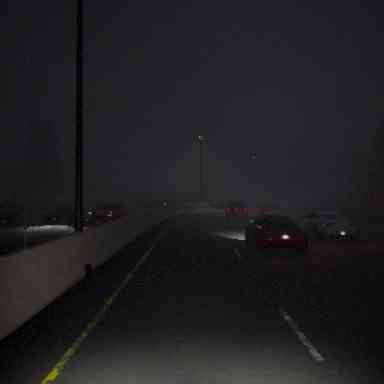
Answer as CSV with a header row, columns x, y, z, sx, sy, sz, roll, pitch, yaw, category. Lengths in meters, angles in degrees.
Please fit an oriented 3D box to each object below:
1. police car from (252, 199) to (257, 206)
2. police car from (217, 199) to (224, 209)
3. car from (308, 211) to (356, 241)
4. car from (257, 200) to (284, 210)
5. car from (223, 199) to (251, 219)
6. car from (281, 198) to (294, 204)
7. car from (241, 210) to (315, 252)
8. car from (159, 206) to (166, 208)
x,y,z,sx,sy,sz,roll,pitch,yaw,category
12.759,2.243,71.709,1.930,1.638,5.238,0,-1,31,police car
5.946,2.088,57.988,1.930,1.638,5.238,0,-1,22,police car
7.105,1.731,17.953,1.812,1.442,4.674,0,-1,0,car
8.278,1.883,35.471,1.882,1.535,5.008,0,-1,8,car
4.513,1.736,33.605,2.097,1.767,4.553,0,-1,7,car
24.520,2.320,86.164,1.812,1.442,4.674,-1,-1,45,car
3.609,1.734,14.841,1.994,1.385,4.181,0,-1,0,car
-5.933,2.269,63.045,2.033,1.411,5.357,0,-1,22,car
